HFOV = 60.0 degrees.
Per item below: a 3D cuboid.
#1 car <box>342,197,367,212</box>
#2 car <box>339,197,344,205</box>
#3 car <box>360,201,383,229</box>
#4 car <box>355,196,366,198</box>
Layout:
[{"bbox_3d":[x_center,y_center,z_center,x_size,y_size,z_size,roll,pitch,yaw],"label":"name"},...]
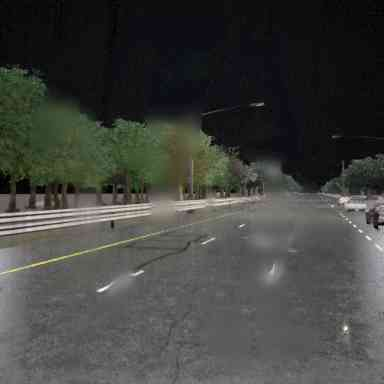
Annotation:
[{"bbox_3d":[18.506,1.598,37.792,1.895,1.301,4.718,0,0,20],"label":"car"},{"bbox_3d":[26.358,1.527,57.022,1.812,1.442,4.674,0,0,27],"label":"car"},{"bbox_3d":[12.305,1.546,21.151,2.033,1.411,5.357,0,0,20],"label":"car"},{"bbox_3d":[37.089,1.516,73.446,2.128,1.511,4.902,0,0,42],"label":"car"}]
